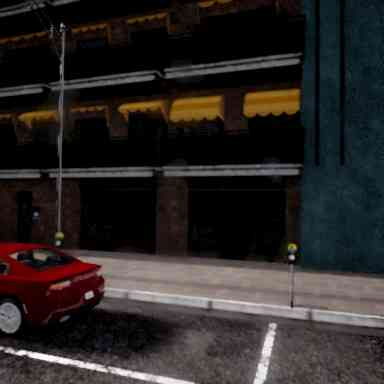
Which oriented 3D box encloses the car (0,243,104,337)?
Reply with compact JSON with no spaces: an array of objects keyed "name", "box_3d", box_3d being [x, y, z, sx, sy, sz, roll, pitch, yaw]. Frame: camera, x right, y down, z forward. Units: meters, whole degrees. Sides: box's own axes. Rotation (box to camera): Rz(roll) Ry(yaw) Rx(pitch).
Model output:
[{"name":"car","box_3d":[-3.959,1.704,6.655,4.507,1.381,1.887,0,-2,18]}]
